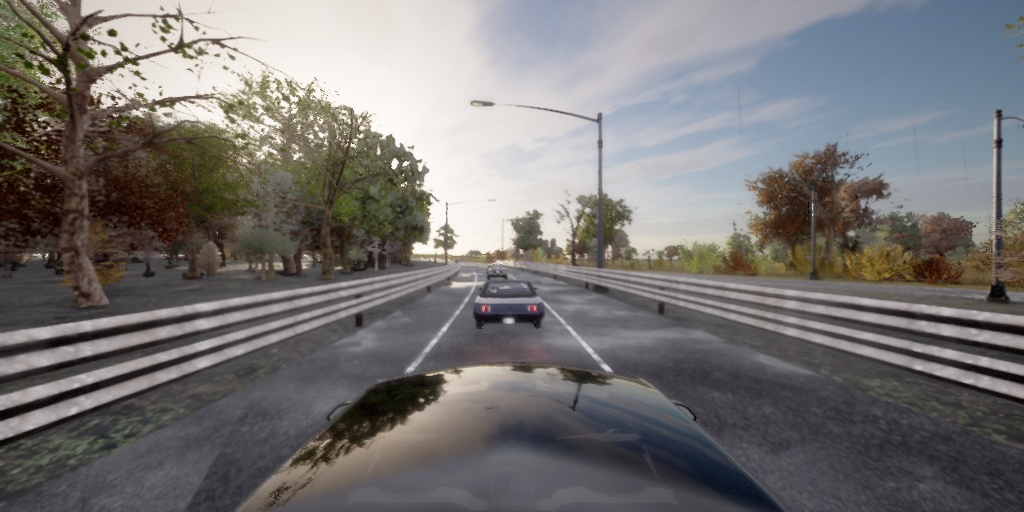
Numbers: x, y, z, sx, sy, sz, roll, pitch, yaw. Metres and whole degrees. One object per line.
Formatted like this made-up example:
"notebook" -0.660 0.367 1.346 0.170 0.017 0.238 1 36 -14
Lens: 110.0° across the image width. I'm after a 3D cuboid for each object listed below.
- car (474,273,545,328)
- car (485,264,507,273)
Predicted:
"car" -0.133 1.400 11.501 1.895 1.301 4.718 0 0 -2
"car" -1.448 1.437 33.195 2.033 1.411 5.357 0 0 -5
